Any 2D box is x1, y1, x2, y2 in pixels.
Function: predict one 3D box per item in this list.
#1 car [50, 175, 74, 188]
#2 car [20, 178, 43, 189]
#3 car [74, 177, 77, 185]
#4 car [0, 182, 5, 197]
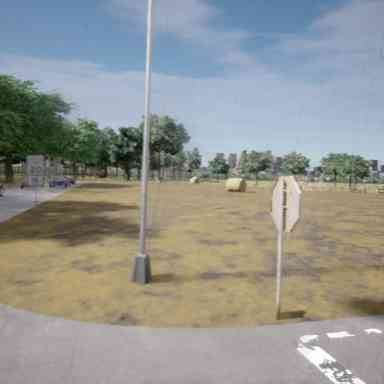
[{"bbox_3d":[-17.179,-1.469,43.478,2.097,1.767,4.553,1,3,-14],"label":"car"},{"bbox_3d":[-19.472,-1.218,40.633,1.837,1.490,4.892,1,3,-14],"label":"car"},{"bbox_3d":[-20.009,-1.936,54.402,1.837,1.490,4.892,1,3,-14],"label":"car"},{"bbox_3d":[-15.502,-0.264,24.742,1.837,1.490,4.892,1,3,-14],"label":"car"}]
